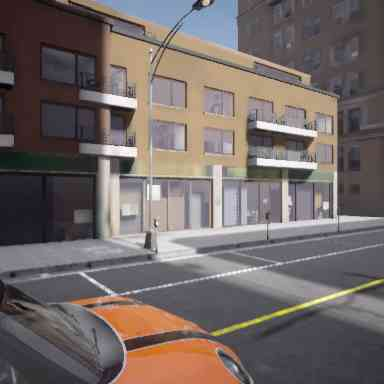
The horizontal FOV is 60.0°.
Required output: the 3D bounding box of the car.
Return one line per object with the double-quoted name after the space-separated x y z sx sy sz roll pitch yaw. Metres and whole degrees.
-1.657 1.347 2.098 4.553 1.767 2.097 0 0 -35 "car"
